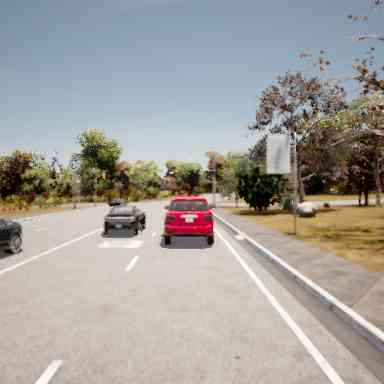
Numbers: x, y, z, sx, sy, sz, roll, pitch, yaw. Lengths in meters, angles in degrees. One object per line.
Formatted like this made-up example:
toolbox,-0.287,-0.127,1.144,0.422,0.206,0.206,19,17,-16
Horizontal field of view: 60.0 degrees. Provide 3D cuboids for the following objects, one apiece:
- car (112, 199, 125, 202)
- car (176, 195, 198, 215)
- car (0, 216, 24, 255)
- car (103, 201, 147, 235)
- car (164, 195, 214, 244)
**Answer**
car,-11.260,1.728,50.687,1.895,1.301,4.718,0,0,1
car,-0.577,1.314,35.673,2.150,2.045,5.566,0,0,-1
car,-7.247,1.506,10.618,2.128,1.511,4.902,0,0,-1
car,-3.730,1.517,19.143,2.128,1.511,4.902,0,0,-1
car,-0.161,1.236,16.081,2.150,2.045,5.566,0,0,-1
